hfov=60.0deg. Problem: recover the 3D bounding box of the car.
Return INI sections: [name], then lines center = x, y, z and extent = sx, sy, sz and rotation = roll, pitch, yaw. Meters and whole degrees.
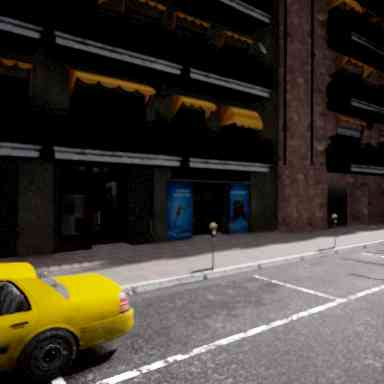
[car]
center = -3.104, 1.526, 3.875
extent = 4.829, 1.417, 1.752
rotation = 0, 1, -36
